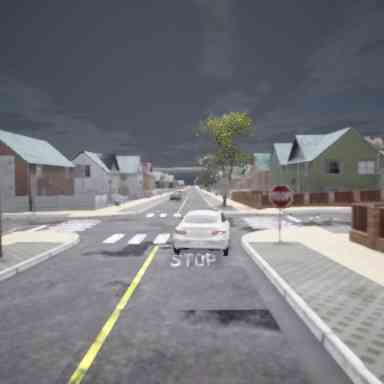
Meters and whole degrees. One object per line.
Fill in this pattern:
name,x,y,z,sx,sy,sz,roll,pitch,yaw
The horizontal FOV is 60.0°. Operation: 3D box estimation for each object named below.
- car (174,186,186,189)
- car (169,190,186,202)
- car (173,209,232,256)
car,-2.379,-0.196,68.425,2.150,2.045,5.566,0,1,0
car,-2.545,0.746,52.975,2.033,1.411,5.357,0,1,1
car,0.476,1.341,12.200,1.812,1.442,4.674,0,1,7
